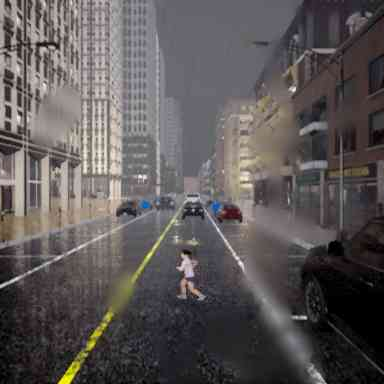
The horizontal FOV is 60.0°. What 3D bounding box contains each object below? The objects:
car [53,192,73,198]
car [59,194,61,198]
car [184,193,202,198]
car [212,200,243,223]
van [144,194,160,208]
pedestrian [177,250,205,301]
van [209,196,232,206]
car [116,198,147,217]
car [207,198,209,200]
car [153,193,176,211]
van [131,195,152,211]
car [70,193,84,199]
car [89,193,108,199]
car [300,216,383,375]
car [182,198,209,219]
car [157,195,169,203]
[{"bbox_3d":[-32.258,0.821,83.362,4.206,1.307,1.802,1,-1,0],"label":"car"},{"bbox_3d":[-32.183,0.581,74.987,5.009,1.841,2.192,1,-1,0],"label":"car"},{"bbox_3d":[0.129,1.125,45.092,2.150,2.045,5.566,0,0,1],"label":"car"},{"bbox_3d":[2.721,1.525,24.645,1.802,1.307,4.206,0,0,0],"label":"car"},{"bbox_3d":[-5.631,1.240,47.250,1.690,1.788,3.998,0,0,0],"label":"van"},{"bbox_3d":[-0.058,1.657,6.795,0.500,1.100,0.500,0,0,-2],"label":"pedestrian"},{"bbox_3d":[2.728,1.273,30.293,1.690,1.788,3.998,0,0,0],"label":"van"},{"bbox_3d":[-5.652,1.498,30.304,1.947,1.339,4.313,0,0,0],"label":"car"},{"bbox_3d":[2.750,1.450,47.239,2.008,1.369,4.403,0,0,0],"label":"car"},{"bbox_3d":[-3.046,1.266,39.298,2.097,1.767,4.553,0,0,0],"label":"car"},{"bbox_3d":[-5.646,1.261,35.952,1.690,1.788,3.998,0,0,0],"label":"van"},{"bbox_3d":[-26.614,0.956,74.988,4.206,1.307,1.802,1,-1,0],"label":"car"},{"bbox_3d":[-21.037,0.921,74.997,4.097,1.590,1.967,1,-1,0],"label":"car"},{"bbox_3d":[3.004,1.216,3.644,2.150,2.045,5.566,0,0,0],"label":"car"},{"bbox_3d":[0.115,1.483,28.524,2.033,1.411,5.357,0,0,0],"label":"car"},{"bbox_3d":[-5.610,1.310,64.196,1.967,1.590,4.097,0,0,0],"label":"car"}]
